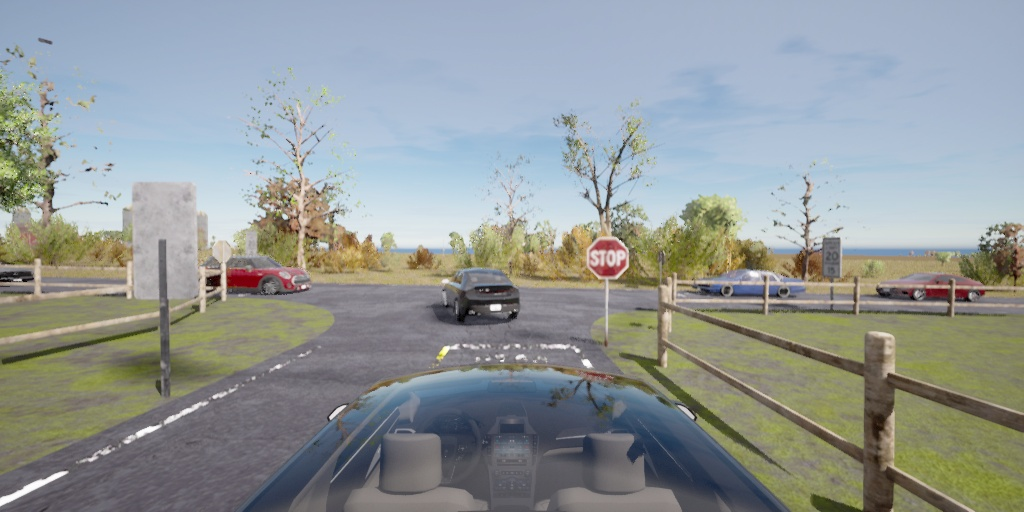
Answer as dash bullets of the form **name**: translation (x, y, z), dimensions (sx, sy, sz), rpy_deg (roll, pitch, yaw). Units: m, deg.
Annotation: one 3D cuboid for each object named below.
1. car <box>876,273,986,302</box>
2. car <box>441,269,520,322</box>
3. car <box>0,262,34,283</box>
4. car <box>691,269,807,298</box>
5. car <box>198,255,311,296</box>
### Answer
- **car**: translation (22.682, 1.632, 19.478), dimensions (4.674, 1.442, 1.812), rpy_deg (1, 1, 0)
- **car**: translation (-1.185, 1.170, 12.120), dimensions (1.837, 1.490, 4.892), rpy_deg (0, 0, -18)
- **car**: translation (-25.354, 0.680, 16.482), dimensions (5.357, 1.411, 2.033), rpy_deg (1, 1, 0)
- **car**: translation (12.777, 1.442, 19.454), dimensions (5.357, 1.411, 2.033), rpy_deg (1, 1, -1)
- **car**: translation (-11.818, 0.777, 16.495), dimensions (4.553, 1.767, 2.097), rpy_deg (1, 1, 0)
